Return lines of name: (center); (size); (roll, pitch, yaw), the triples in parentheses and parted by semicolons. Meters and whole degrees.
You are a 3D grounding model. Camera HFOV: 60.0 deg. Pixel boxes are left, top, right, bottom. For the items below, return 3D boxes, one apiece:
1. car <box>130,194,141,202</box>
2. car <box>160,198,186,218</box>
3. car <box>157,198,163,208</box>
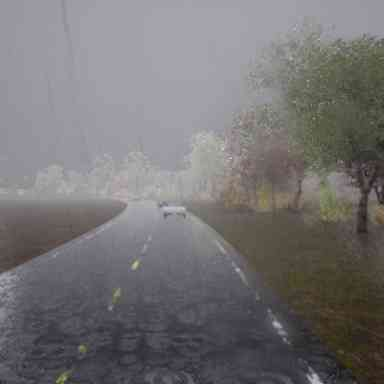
car: (-11.669, 1.180, 68.452); (2.097, 1.767, 4.553); (0, 0, -14)
car: (-1.641, 1.526, 29.781); (1.895, 1.301, 4.718); (0, 0, -6)
car: (-3.718, 1.485, 45.097); (1.895, 1.301, 4.718); (0, 0, -9)
